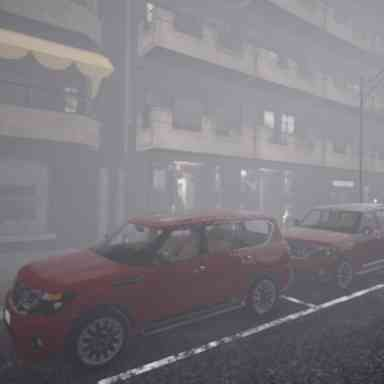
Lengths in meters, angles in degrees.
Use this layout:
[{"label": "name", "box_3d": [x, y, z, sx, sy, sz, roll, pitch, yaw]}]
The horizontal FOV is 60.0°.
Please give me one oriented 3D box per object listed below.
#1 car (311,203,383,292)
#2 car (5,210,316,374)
[{"label": "car", "box_3d": [4.142, 1.270, 9.032, 5.009, 1.841, 2.192, 0, 2, -36]}, {"label": "car", "box_3d": [-0.357, 1.299, 5.818, 5.009, 1.841, 2.192, 0, 2, -36]}]
